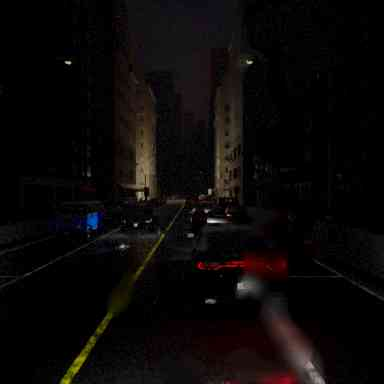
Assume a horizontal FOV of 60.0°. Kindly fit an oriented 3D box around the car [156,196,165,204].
[{"bbox_3d":[-5.609,1.573,50.041,1.947,1.339,4.313,0,0,0],"label":"car"}]

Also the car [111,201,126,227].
[{"bbox_3d":[-5.643,1.551,22.534,2.008,1.369,4.403,0,0,0],"label":"car"}]

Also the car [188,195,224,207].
[{"bbox_3d":[0.929,1.351,24.169,2.097,1.767,4.553,0,0,0],"label":"car"}]

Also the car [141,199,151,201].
[{"bbox_3d":[-5.629,1.568,33.537,1.947,1.339,4.313,0,0,0],"label":"car"}]

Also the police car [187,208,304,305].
[{"bbox_3d":[0.909,1.425,8.309,1.930,1.638,5.238,0,0,0],"label":"police car"}]

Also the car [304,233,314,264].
[{"bbox_3d":[2.869,1.582,11.521,1.802,1.307,4.206,0,0,0],"label":"car"}]

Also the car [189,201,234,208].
[{"bbox_3d":[0.921,1.478,18.199,1.882,1.535,5.008,0,0,0],"label":"car"}]

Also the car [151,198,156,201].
[{"bbox_3d":[-5.622,1.585,39.038,1.802,1.307,4.206,0,0,0],"label":"car"}]

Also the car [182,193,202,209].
[{"bbox_3d":[0.081,1.358,46.286,2.097,1.767,4.553,0,0,1],"label":"car"}]

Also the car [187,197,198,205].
[{"bbox_3d":[0.072,1.576,59.069,1.994,1.385,4.181,0,0,0],"label":"car"}]

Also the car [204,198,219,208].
[{"bbox_3d":[2.916,1.558,50.030,2.008,1.369,4.403,0,0,0],"label":"car"}]

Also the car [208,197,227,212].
[{"bbox_3d":[2.903,1.444,39.028,1.967,1.590,4.097,0,0,0],"label":"car"}]

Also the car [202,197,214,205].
[{"bbox_3d":[2.930,1.578,61.033,1.947,1.339,4.313,0,0,0],"label":"car"}]

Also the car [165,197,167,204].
[{"bbox_3d":[-5.603,1.592,55.542,1.802,1.307,4.206,0,0,0],"label":"car"}]

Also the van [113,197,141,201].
[{"bbox_3d":[-5.636,1.342,28.035,1.690,1.788,3.998,0,0,0],"label":"van"}]

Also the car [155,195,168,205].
[{"bbox_3d":[-5.596,1.453,61.044,1.967,1.590,4.097,0,0,0],"label":"car"}]

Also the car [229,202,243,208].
[{"bbox_3d":[2.883,1.582,22.523,1.802,1.307,4.206,0,0,0],"label":"car"}]

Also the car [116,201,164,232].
[{"bbox_3d":[-2.977,1.504,20.054,1.837,1.490,4.892,0,0,0],"label":"car"}]

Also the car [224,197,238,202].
[{"bbox_3d":[2.889,1.316,28.025,2.192,1.841,5.009,0,0,0],"label":"car"}]

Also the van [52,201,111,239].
[{"bbox_3d":[-5.650,1.341,17.034,1.690,1.788,3.998,0,0,0],"label":"van"}]
